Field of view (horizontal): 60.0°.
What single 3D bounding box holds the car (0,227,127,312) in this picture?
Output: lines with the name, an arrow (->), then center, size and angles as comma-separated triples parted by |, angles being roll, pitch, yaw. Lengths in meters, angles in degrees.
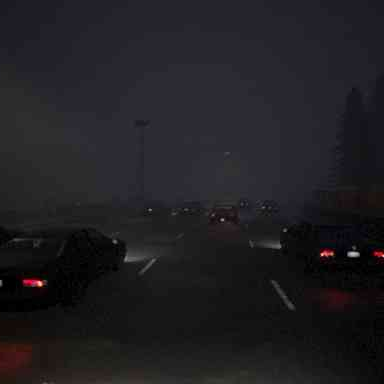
car -> -3.079, 1.544, 7.985 | 2.033, 1.411, 5.357 | 0, 0, 4

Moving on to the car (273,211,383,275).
car -> 4.108, 1.558, 10.526 | 2.033, 1.411, 5.357 | 0, 0, 5

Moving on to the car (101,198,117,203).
car -> -12.431, 1.557, 51.853 | 1.994, 1.385, 4.181 | 0, 0, 19

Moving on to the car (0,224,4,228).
car -> -6.451, 1.496, 9.401 | 1.837, 1.490, 4.892 | 0, 0, 4

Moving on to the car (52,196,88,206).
car -> -17.247, 1.530, 48.264 | 2.033, 1.411, 5.357 | 0, 0, 17

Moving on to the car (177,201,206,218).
car -> 0.071, 1.557, 30.792 | 2.033, 1.411, 5.357 | 0, 0, 12

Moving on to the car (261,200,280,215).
car -> 8.120, 1.573, 34.463 | 2.033, 1.411, 5.357 | 0, 0, 14

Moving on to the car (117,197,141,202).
car -> -9.042, 1.506, 50.952 | 1.837, 1.490, 4.892 | 0, -1, 19

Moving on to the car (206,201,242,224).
car -> 2.488, 1.613, 24.908 | 1.895, 1.301, 4.718 | 0, 0, 10

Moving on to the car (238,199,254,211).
car -> 6.717, 1.572, 42.296 | 2.033, 1.411, 5.357 | 0, 0, 17

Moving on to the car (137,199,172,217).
car -> -3.284, 1.567, 31.549 | 1.994, 1.385, 4.181 | 0, 0, 12

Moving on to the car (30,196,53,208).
car -> -21.017, 1.327, 47.720 | 2.097, 1.767, 4.553 | 0, 0, 16
